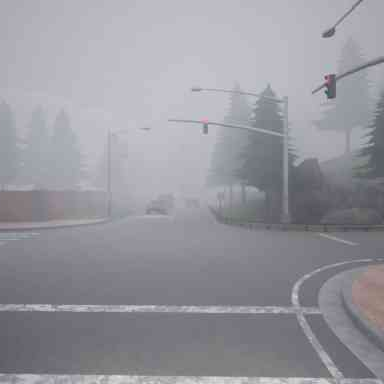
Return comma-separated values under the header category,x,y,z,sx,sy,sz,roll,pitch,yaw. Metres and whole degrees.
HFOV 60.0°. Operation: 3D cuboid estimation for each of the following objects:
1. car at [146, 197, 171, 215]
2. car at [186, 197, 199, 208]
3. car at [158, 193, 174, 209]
category,x,y,z,sx,sy,sz,roll,pitch,yaw
car,-3.624,1.547,34.861,2.033,1.411,5.357,0,0,0
car,0.035,1.491,48.955,2.128,1.511,4.902,0,0,0
car,-3.625,1.221,45.274,2.150,2.045,5.566,0,0,0
